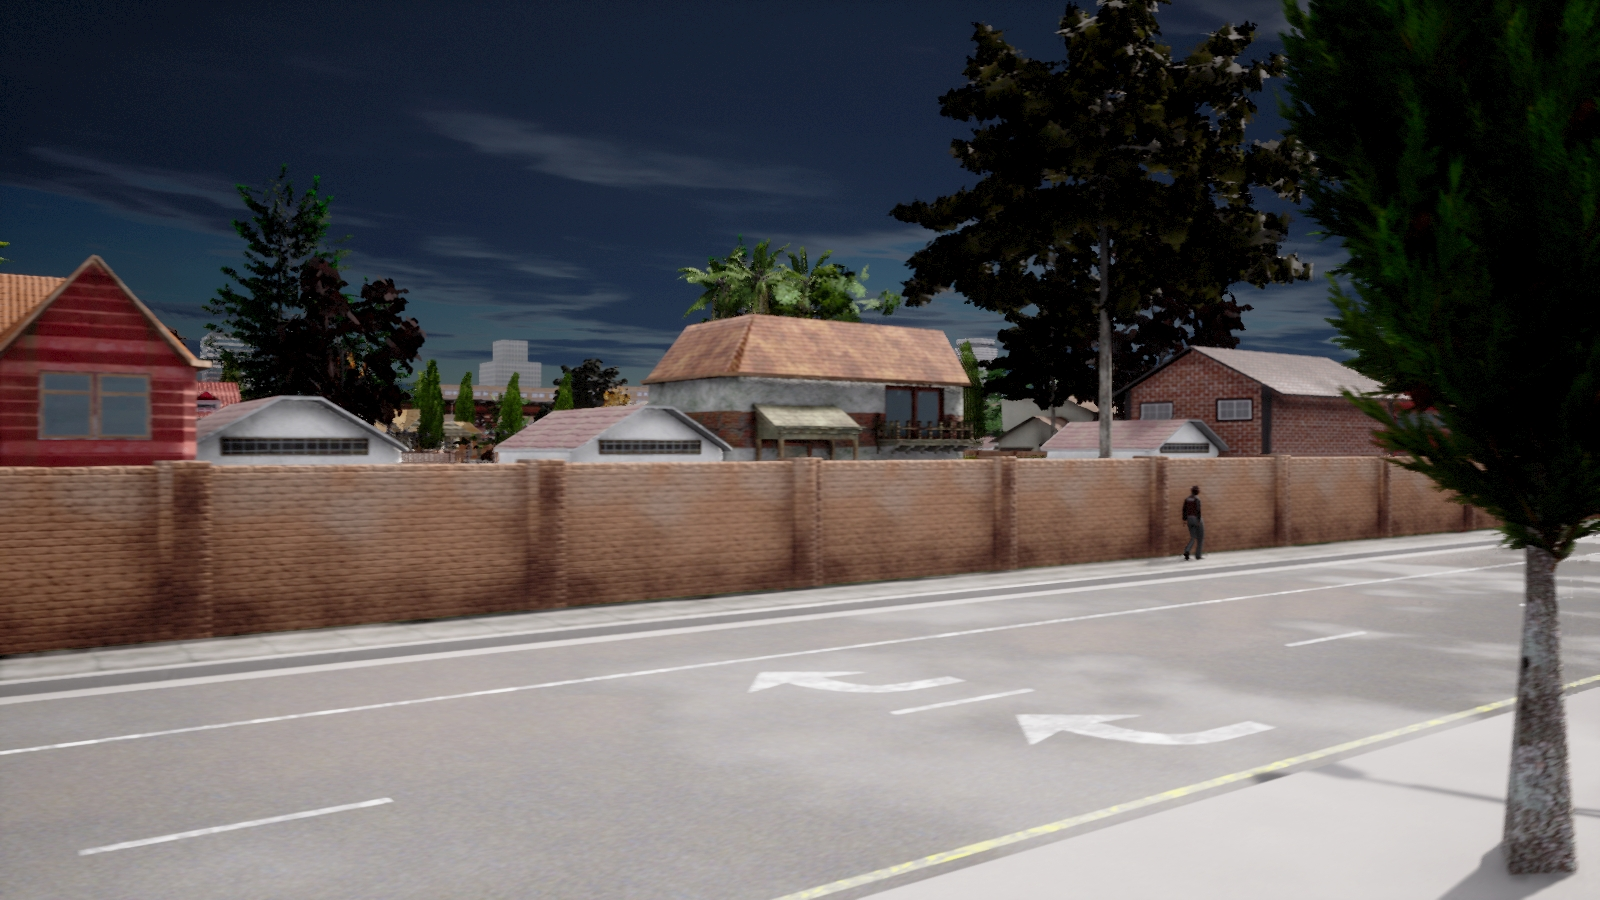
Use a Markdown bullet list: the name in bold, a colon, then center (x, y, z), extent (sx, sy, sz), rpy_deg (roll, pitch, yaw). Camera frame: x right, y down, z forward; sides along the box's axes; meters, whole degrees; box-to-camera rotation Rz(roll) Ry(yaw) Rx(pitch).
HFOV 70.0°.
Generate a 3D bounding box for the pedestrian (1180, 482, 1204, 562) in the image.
- **pedestrian**: center (9.302, 1.698, 27.099), extent (0.375, 1.860, 0.375), rpy_deg (0, 0, -35)
